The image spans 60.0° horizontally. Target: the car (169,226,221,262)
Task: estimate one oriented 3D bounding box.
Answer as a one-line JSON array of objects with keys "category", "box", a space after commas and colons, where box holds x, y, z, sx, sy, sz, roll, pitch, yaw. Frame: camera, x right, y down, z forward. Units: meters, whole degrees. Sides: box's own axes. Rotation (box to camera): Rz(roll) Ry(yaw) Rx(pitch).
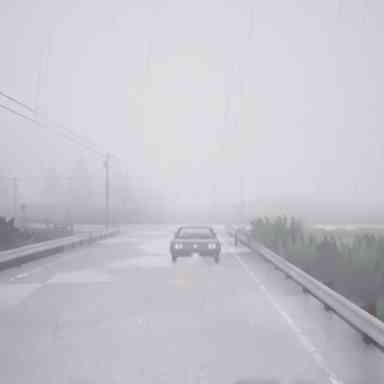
[{"category": "car", "box": [0.151, 2.092, 14.102, 1.895, 1.301, 4.718, 0, -3, 1]}]
